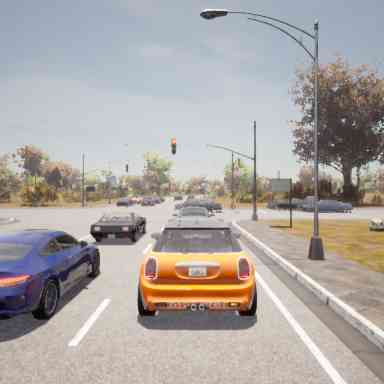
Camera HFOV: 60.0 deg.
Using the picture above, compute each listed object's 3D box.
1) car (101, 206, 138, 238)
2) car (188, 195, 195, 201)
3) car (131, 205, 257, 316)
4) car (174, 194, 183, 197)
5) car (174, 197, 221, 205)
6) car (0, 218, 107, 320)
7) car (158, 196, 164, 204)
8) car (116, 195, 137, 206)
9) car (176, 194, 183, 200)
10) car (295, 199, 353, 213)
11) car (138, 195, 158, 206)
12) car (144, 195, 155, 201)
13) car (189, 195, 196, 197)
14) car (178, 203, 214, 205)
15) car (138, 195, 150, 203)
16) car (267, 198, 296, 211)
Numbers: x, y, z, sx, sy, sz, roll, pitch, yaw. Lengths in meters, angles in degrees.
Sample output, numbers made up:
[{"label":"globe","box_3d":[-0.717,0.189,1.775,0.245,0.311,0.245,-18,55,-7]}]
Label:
[{"label":"car","box_3d":[-3.415,1.601,16.369,1.895,1.301,4.718,0,0,0]},{"label":"car","box_3d":[-0.070,1.492,84.649,1.837,1.490,4.892,0,0,0]},{"label":"car","box_3d":[0.093,1.352,7.678,2.097,1.767,4.553,0,0,0]},{"label":"car","box_3d":[-3.570,1.492,84.647,1.837,1.490,4.892,0,0,0]},{"label":"car","box_3d":[0.644,1.547,36.911,5.357,1.411,2.033,0,0,3]},{"label":"car","box_3d":[-3.406,1.526,7.211,1.812,1.442,4.674,0,0,0]},{"label":"car","box_3d":[-7.105,1.477,63.857,1.882,1.535,5.008,0,0,0]},{"label":"car","box_3d":[-10.645,1.547,53.183,2.033,1.411,5.357,0,0,1]},{"label":"car","box_3d":[-3.539,1.374,95.056,1.812,1.442,4.674,0,0,1]},{"label":"car","box_3d":[14.475,1.547,36.145,5.357,1.411,2.033,0,0,3]},{"label":"car","box_3d":[-7.127,1.505,54.379,1.837,1.490,4.892,0,0,1]},{"label":"car","box_3d":[-10.571,1.525,83.219,2.128,1.511,4.902,0,0,0]},{"label":"car","box_3d":[0.180,1.564,47.621,1.994,1.385,4.181,0,0,-8]},{"label":"car","box_3d":[0.085,1.505,16.636,1.837,1.490,4.892,0,0,0]},{"label":"car","box_3d":[-10.564,1.478,72.882,1.882,1.535,5.008,0,0,0]},{"label":"car","box_3d":[11.448,1.492,39.819,4.902,1.511,2.128,0,0,3]}]
